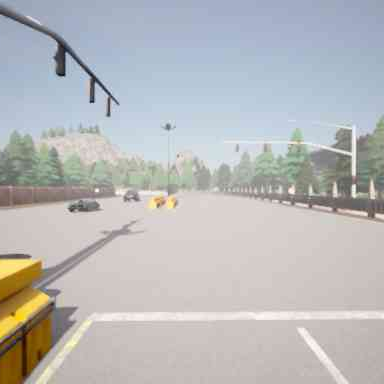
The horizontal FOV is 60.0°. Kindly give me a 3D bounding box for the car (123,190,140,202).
[{"bbox_3d":[-10.503,0.634,58.217,2.150,2.045,5.566,0,1,0],"label":"car"}]

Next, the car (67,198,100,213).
[{"bbox_3d":[-10.502,1.310,32.564,1.895,1.301,4.718,0,1,0],"label":"car"}]
